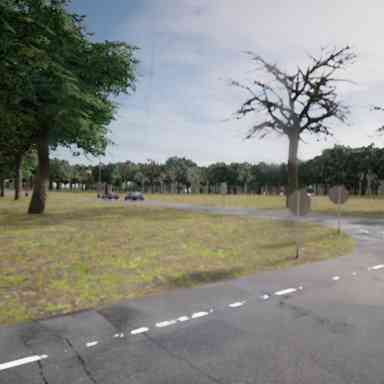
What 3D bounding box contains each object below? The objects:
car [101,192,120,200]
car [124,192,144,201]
[{"bbox_3d":[-15.345,0.737,62.244,2.033,1.411,5.357,2,-1,-36],"label":"car"},{"bbox_3d":[-9.370,0.763,54.064,1.812,1.442,4.674,2,-1,-35],"label":"car"}]
